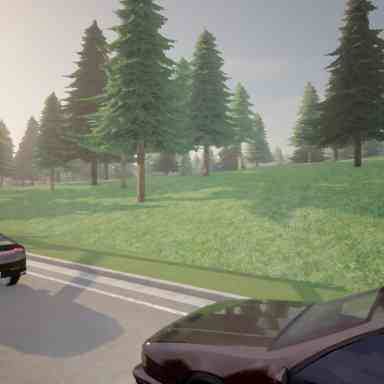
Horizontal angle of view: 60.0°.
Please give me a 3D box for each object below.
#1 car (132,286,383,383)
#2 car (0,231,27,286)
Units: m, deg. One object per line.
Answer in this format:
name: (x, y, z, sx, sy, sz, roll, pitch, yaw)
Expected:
car: (2.011, 1.547, 2.558, 5.357, 1.411, 2.033, 0, 0, 35)
car: (-5.979, 1.492, 8.147, 4.902, 1.511, 2.128, 0, 0, 36)
